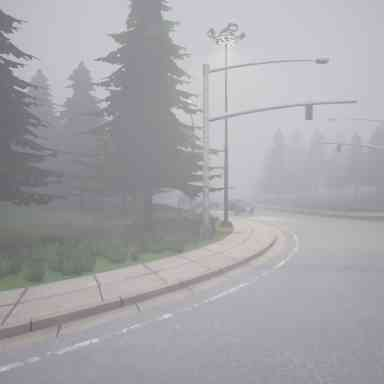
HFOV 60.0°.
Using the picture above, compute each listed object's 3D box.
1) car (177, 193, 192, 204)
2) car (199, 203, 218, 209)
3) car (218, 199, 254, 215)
[{"bbox_3d":[-0.830,1.221,54.060,2.150,2.045,5.566,0,0,-17],"label":"car"},{"bbox_3d":[2.092,1.601,43.907,1.895,1.301,4.718,0,0,-16],"label":"car"},{"bbox_3d":[4.735,1.492,34.265,2.128,1.511,4.902,0,0,-15],"label":"car"}]
